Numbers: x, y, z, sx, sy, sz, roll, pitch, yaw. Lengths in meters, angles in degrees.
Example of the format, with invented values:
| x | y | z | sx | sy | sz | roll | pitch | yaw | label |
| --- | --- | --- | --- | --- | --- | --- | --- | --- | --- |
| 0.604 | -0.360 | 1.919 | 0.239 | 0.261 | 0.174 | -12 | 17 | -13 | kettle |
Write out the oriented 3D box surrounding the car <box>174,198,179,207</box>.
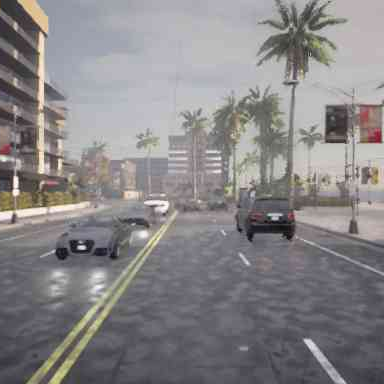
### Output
| x | y | z | sx | sy | sz | roll | pitch | yaw | label |
| --- | --- | --- | --- | --- | --- | --- | --- | --- | --- |
| -1.501 | 1.594 | 50.349 | 1.994 | 1.385 | 4.181 | 0 | 0 | -12 | car |

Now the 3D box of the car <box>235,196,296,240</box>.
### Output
| x | y | z | sx | sy | sz | roll | pitch | yaw | label |
| --- | --- | --- | --- | --- | --- | --- | --- | --- | --- |
| 3.601 | 1.232 | 17.104 | 2.150 | 2.045 | 5.566 | 0 | 0 | 0 | car |

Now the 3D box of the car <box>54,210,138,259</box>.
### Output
| x | y | z | sx | sy | sz | roll | pitch | yaw | label |
| --- | --- | --- | --- | --- | --- | --- | --- | --- | --- |
| -3.499 | 1.571 | 12.530 | 1.994 | 1.385 | 4.181 | 0 | 0 | 0 | car |

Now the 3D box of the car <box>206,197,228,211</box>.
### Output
| x | y | z | sx | sy | sz | roll | pitch | yaw | label |
| --- | --- | --- | --- | --- | --- | --- | --- | --- | --- |
| 3.128 | 1.376 | 42.252 | 2.097 | 1.767 | 4.553 | 0 | 0 | -6 | car |

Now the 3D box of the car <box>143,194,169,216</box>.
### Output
| x | y | z | sx | sy | sz | roll | pitch | yaw | label |
| --- | --- | --- | --- | --- | --- | --- | --- | --- | --- |
| -3.500 | 1.241 | 33.078 | 2.150 | 2.045 | 5.566 | 0 | 0 | 0 | car |

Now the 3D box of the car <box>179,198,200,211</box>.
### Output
| x | y | z | sx | sy | sz | roll | pitch | yaw | label |
| --- | --- | --- | --- | --- | --- | --- | --- | --- | --- |
| -0.146 | 1.515 | 40.062 | 2.128 | 1.511 | 4.902 | 0 | 0 | -4 | car |

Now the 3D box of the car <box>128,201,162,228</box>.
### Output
| x | y | z | sx | sy | sz | roll | pitch | yaw | label |
| --- | --- | --- | --- | --- | --- | --- | --- | --- | --- |
| -3.499 | 1.561 | 22.708 | 2.033 | 1.411 | 5.357 | 0 | 0 | 0 | car |
